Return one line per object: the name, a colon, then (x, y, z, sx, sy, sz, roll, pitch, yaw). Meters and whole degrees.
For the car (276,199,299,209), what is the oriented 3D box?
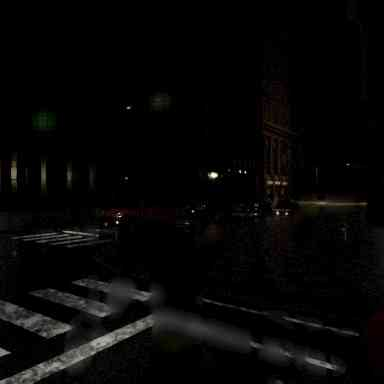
car: (13.124, 1.624, 45.651, 1.994, 1.385, 4.181, 0, 0, 36)

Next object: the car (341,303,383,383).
car: (3.534, 1.221, 1.168, 5.566, 2.045, 2.150, 0, 0, 36)

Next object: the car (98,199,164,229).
car: (-3.920, 1.377, 21.976, 2.097, 1.767, 4.553, 0, 0, 35)

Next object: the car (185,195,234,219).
car: (1.686, 1.257, 29.801, 2.150, 2.045, 5.566, 0, 0, 36)

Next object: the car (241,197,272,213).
car: (7.390, 1.399, 37.716, 2.097, 1.767, 4.553, 0, 0, 36)
